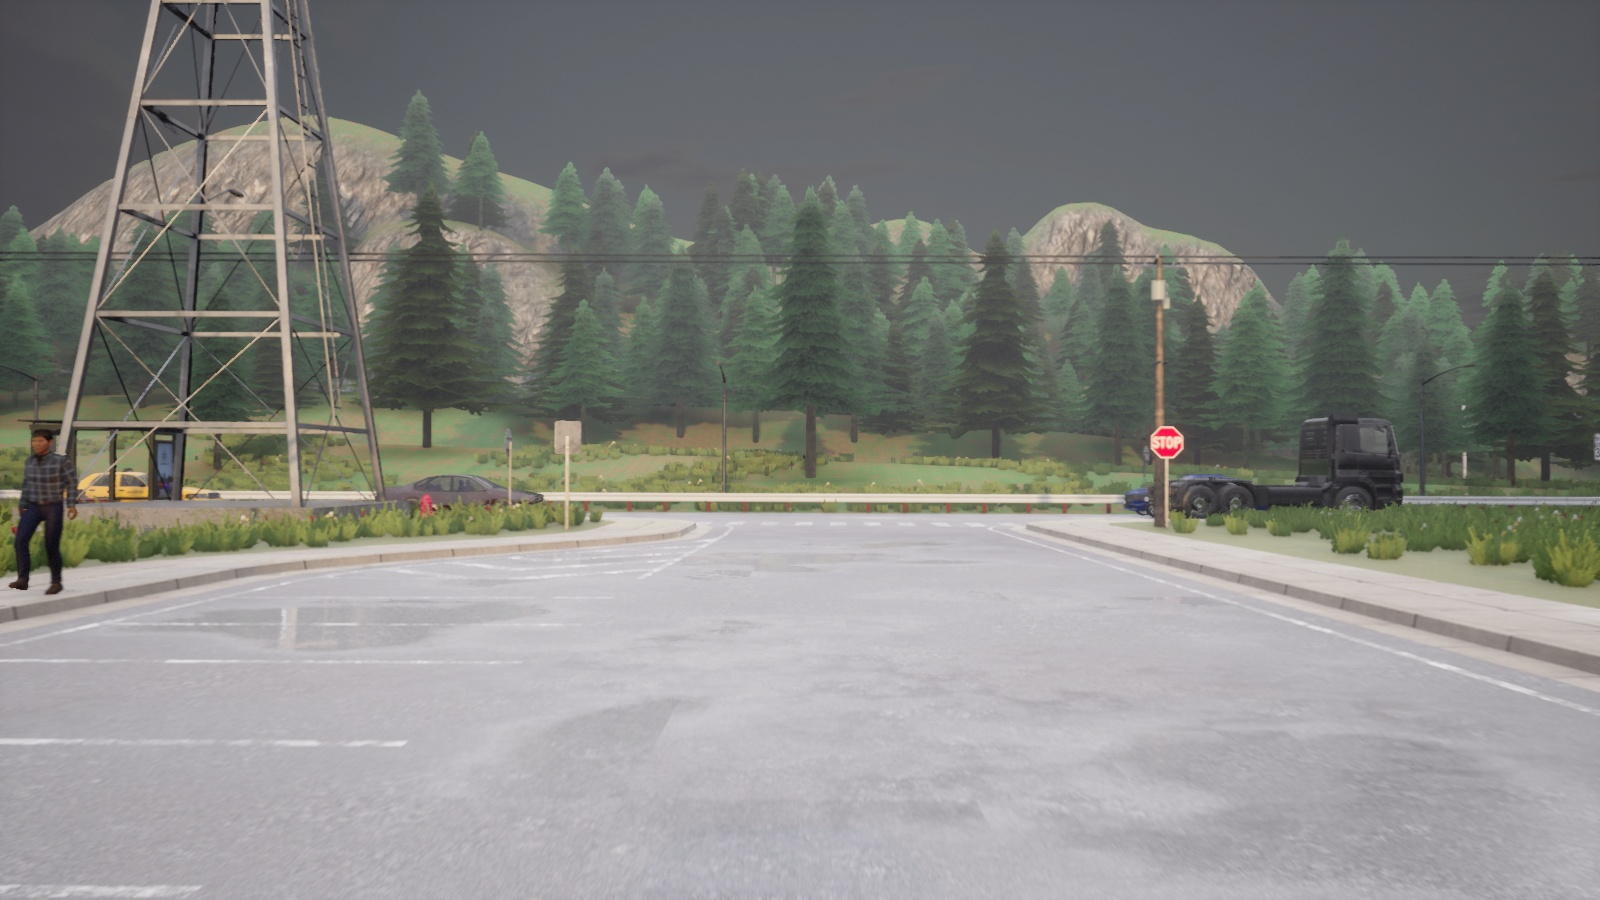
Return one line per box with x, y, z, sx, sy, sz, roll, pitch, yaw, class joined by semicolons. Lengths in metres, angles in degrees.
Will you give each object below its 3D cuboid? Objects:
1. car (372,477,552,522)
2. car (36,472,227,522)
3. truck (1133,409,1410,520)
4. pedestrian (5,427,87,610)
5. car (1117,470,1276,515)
-11.042;1.598;41.289;5.357;1.411;2.033;0;-1;1;car
-22.008;1.535;41.459;5.366;1.575;1.801;0;-1;1;car
15.237;0.457;40.958;7.936;3.462;2.891;0;-1;-3;truck
-8.240;0.733;13.746;0.423;1.949;0.788;0;-1;-1;pedestrian
13.970;1.480;44.411;5.008;1.535;1.882;0;-1;1;car
